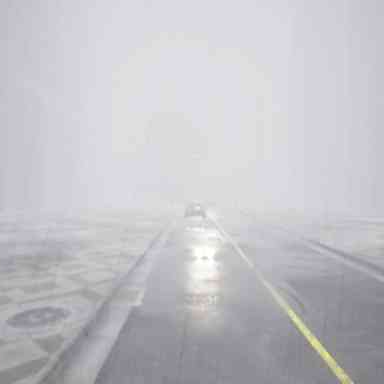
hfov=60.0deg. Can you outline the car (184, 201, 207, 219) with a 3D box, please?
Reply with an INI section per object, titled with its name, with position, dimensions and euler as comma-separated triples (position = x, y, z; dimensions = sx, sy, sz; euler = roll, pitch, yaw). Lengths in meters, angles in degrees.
[car]
position = 0.301, 1.546, 29.430
dimensions = 2.033, 1.411, 5.357
euler = 0, 0, 0
